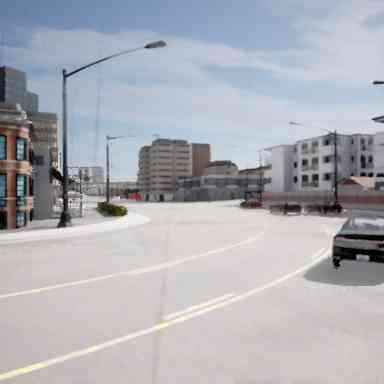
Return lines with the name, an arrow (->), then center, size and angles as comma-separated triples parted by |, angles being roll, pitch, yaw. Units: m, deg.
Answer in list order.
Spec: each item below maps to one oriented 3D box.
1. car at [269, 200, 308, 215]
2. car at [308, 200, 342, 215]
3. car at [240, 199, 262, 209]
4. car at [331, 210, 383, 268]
car -> 10.084, 1.651, 36.334 | 2.128, 1.511, 4.902 | 0, 0, -13
car -> 13.878, 1.610, 35.306 | 2.128, 1.511, 4.902 | 0, 0, -10
car -> 9.034, 1.794, 50.948 | 1.812, 1.442, 4.674 | 0, 0, -19
car -> 5.849, 1.516, 10.766 | 2.128, 1.511, 4.902 | -1, 0, 34
